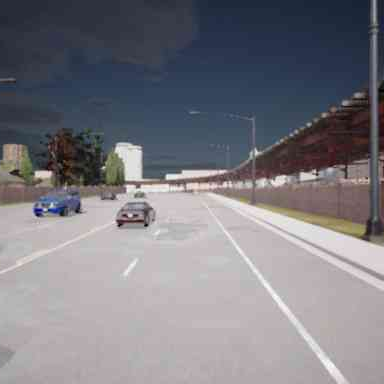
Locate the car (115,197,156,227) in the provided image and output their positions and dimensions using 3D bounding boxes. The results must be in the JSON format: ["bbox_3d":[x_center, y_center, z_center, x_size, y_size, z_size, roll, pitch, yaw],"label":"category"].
[{"bbox_3d":[-3.415,1.310,20.893,2.033,1.411,5.357,0,1,0],"label":"car"}]

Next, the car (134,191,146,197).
[{"bbox_3d":[-10.533,0.511,67.251,1.882,1.535,5.008,0,1,0],"label":"car"}]

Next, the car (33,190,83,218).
[{"bbox_3d":[-10.609,0.892,26.806,2.150,2.045,5.566,0,1,0],"label":"car"}]

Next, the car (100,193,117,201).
[{"bbox_3d":[-14.068,0.777,56.278,1.994,1.385,4.181,0,1,1],"label":"car"}]
